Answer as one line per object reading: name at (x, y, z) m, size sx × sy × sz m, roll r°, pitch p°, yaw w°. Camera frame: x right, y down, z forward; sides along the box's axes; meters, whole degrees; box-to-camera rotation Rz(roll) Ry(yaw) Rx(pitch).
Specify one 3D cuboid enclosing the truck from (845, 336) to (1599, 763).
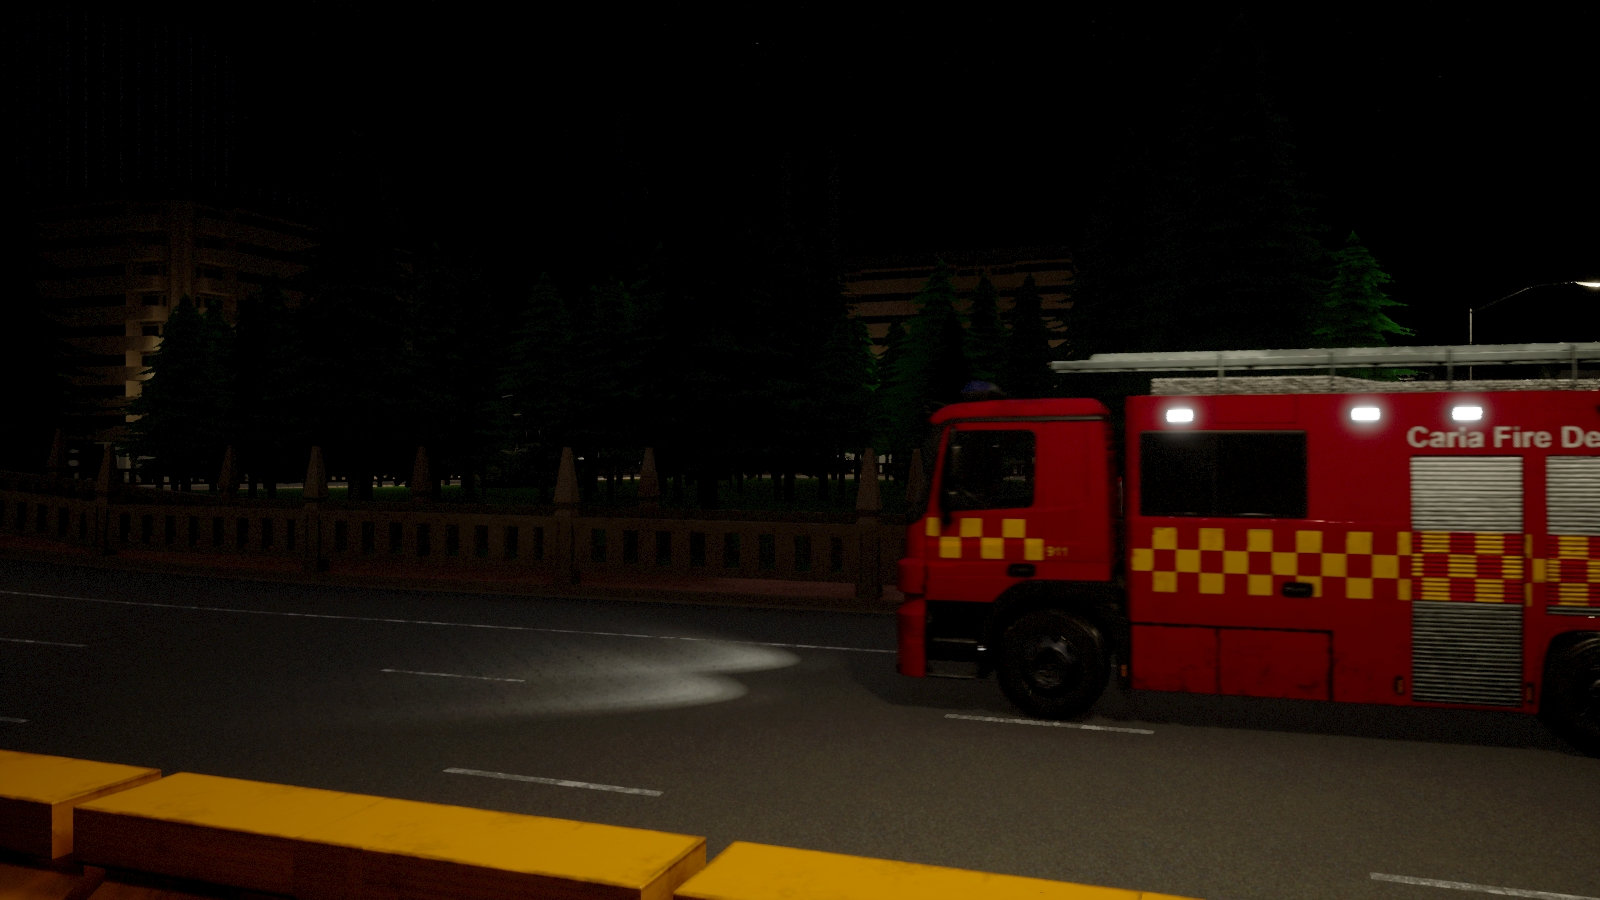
truck at (4.956, 0.891, 12.443) m, size 8.468 × 3.827 × 2.891 m, roll 0°, pitch 0°, yaw 18°
